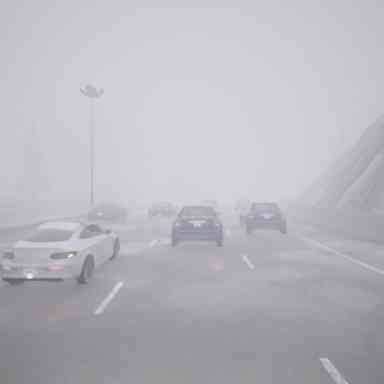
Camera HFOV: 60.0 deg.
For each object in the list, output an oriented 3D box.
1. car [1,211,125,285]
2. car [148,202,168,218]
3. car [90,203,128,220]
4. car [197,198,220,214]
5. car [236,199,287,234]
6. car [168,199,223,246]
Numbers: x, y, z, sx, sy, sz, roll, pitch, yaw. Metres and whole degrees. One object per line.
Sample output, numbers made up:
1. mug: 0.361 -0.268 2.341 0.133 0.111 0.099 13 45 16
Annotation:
1. car: -3.363 1.495 9.256 1.812 1.442 4.674 0 0 0
2. car: -2.394 1.515 28.687 1.895 1.301 4.718 0 0 6
3. car: -6.218 1.485 24.939 1.994 1.385 4.181 0 0 4
4. car: 1.841 1.447 34.918 2.033 1.411 5.357 0 0 8
5. car: 3.931 1.299 19.091 2.097 1.767 4.553 0 0 3
6. car: 0.261 1.308 15.225 2.097 1.767 4.553 0 0 1
